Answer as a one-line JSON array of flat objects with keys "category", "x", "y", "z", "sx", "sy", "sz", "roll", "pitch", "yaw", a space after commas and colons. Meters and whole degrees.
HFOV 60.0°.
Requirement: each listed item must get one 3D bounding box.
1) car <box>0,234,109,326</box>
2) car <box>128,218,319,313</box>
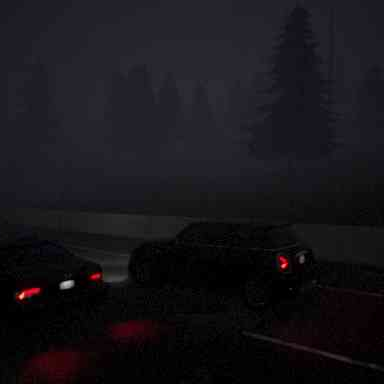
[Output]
[{"category": "car", "x": -4.080, "y": 1.632, "z": 7.131, "sx": 5.357, "sy": 1.411, "sz": 2.033, "roll": -1, "pitch": -1, "yaw": 38}, {"category": "car", "x": 0.538, "y": 1.415, "z": 8.054, "sx": 4.553, "sy": 1.767, "sz": 2.097, "roll": -1, "pitch": -1, "yaw": 37}]
